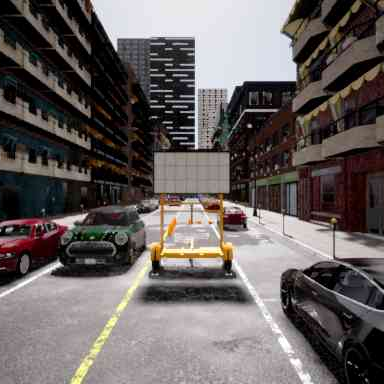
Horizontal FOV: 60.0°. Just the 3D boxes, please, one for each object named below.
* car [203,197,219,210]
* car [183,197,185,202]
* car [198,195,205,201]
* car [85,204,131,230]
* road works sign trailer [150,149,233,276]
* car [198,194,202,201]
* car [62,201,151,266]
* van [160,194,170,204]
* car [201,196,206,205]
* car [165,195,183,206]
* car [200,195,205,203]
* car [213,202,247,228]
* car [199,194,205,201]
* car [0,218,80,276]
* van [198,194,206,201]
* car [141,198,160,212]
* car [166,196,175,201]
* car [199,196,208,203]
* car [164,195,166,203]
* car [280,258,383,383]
[{"bbox_3d":[2.555,1.607,38.836,1.802,1.307,4.206,1,0,0],"label":"car"},{"bbox_3d":[-2.786,1.620,82.523,1.812,1.442,4.674,0,0,0],"label":"car"},{"bbox_3d":[2.532,1.638,90.213,1.752,1.417,4.829,0,0,0],"label":"car"},{"bbox_3d":[-5.317,1.554,21.752,1.887,1.381,4.507,1,0,0],"label":"car"},{"bbox_3d":[-0.005,0.467,10.377,2.380,3.560,2.880,0,0,0],"label":"road works sign trailer"},{"bbox_3d":[2.542,1.588,67.454,1.752,1.417,4.829,0,0,0],"label":"car"},{"bbox_3d":[-2.855,1.355,11.579,2.097,1.767,4.553,0,0,0],"label":"car"},{"bbox_3d":[-5.336,1.404,67.270,1.690,1.788,3.998,1,0,0],"label":"van"},{"bbox_3d":[2.553,1.576,44.527,1.887,1.381,4.507,1,0,0],"label":"car"},{"bbox_3d":[-2.863,1.521,54.772,1.882,1.535,5.008,0,0,0],"label":"car"},{"bbox_3d":[2.550,1.582,50.216,1.887,1.381,4.507,1,0,0],"label":"car"},{"bbox_3d":[2.562,1.591,21.767,1.802,1.307,4.206,1,0,0],"label":"car"},{"bbox_3d":[2.547,1.570,56.075,1.752,1.417,4.829,0,0,0],"label":"car"},{"bbox_3d":[-5.312,1.548,10.373,1.887,1.381,4.507,1,0,0],"label":"car"},{"bbox_3d":[2.536,1.440,84.353,1.690,1.788,3.998,0,0,0],"label":"van"},{"bbox_3d":[-5.325,1.576,38.822,2.008,1.369,4.403,1,0,0],"label":"car"},{"bbox_3d":[-5.346,1.643,84.340,1.887,1.381,4.507,0,0,0],"label":"car"},{"bbox_3d":[2.539,1.656,72.973,1.802,1.307,4.206,0,0,0],"label":"car"},{"bbox_3d":[-5.336,1.598,61.581,1.887,1.381,4.507,1,0,0],"label":"car"},{"bbox_3d":[2.570,1.567,4.699,1.947,1.339,4.313,1,0,0],"label":"car"}]
